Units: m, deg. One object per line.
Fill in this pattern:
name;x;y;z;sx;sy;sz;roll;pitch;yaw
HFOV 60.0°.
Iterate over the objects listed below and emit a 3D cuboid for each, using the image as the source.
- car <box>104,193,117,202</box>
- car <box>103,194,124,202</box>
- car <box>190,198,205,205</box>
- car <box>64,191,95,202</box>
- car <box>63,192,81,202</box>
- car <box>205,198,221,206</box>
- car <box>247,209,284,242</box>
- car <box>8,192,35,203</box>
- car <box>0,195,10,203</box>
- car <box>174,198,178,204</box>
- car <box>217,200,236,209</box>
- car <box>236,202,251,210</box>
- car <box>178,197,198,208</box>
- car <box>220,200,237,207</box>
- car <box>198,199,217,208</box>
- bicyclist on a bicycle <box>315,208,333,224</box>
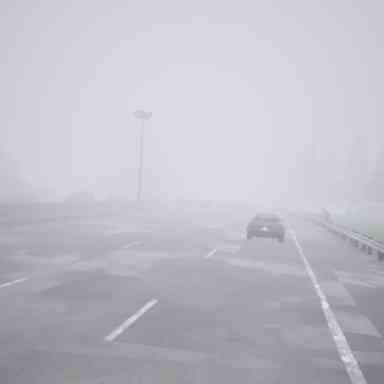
car;-15.132;1.073;62.117;1.882;1.535;5.008;3;0;-8
car;-11.405;1.404;48.610;2.033;1.411;5.357;3;0;4
car;1.046;2.063;70.834;1.895;1.301;4.718;3;0;-15
car;-15.176;0.873;45.478;2.150;2.045;5.566;3;-1;7
car;-22.070;0.854;61.198;2.097;1.767;4.553;3;0;-8
car;4.482;2.162;71.511;1.812;1.442;4.674;3;0;-15
car;4.280;1.928;19.177;1.994;1.385;4.181;3;0;14
car;-22.613;0.752;43.248;1.882;1.535;5.008;3;0;10
car;-16.217;0.990;24.656;1.994;1.385;4.181;3;0;14
car;-2.367;1.839;70.099;2.033;1.411;5.357;3;0;-15
car;6.022;2.288;61.231;2.128;1.511;4.902;3;0;-8
car;9.452;2.568;62.011;1.895;1.301;4.718;3;0;-8
car;-0.834;2.001;59.559;2.033;1.411;5.357;3;0;-8
car;7.894;2.402;72.246;1.895;1.301;4.718;3;0;-15
car;2.581;2.103;60.481;1.882;1.535;5.008;3;0;-8
bicyclist on a bicycle;12.353;2.336;31.037;1.656;1.620;0.582;6;0;14
